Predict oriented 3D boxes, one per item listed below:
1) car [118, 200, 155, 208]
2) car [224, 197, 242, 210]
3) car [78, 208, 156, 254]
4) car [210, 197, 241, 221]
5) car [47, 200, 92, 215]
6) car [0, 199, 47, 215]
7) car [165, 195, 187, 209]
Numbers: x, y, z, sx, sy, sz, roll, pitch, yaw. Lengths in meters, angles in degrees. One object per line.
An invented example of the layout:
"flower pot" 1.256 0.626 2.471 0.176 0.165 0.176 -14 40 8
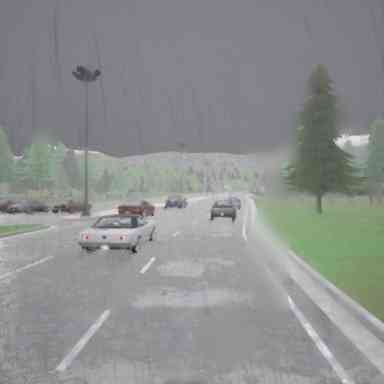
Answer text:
"car" -4.400 1.367 27.057 1.882 1.535 5.008 0 0 9
"car" 5.269 1.395 42.273 2.033 1.411 5.357 0 0 10
"car" -2.718 1.545 13.282 1.895 1.301 4.718 0 0 4
"car" 2.542 1.396 26.147 2.128 1.511 4.902 0 0 9
"car" -11.744 1.456 32.656 1.895 1.301 4.718 0 0 10
"car" -15.512 1.418 31.517 1.994 1.385 4.181 0 0 10
"car" -1.928 1.189 41.695 2.097 1.767 4.553 0 0 10
